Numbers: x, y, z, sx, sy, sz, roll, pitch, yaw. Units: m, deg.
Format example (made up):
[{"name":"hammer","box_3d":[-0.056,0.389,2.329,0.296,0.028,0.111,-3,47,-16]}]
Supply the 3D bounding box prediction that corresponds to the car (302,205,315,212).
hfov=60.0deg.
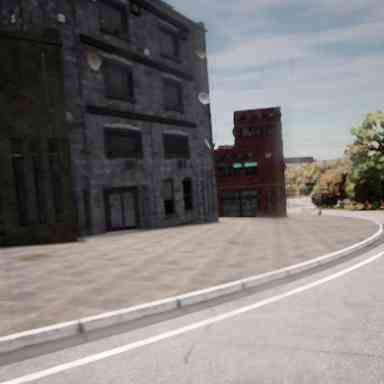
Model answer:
[{"name":"car","box_3d":[24.165,3.345,69.279,1.812,1.442,4.674,-4,-3,3]}]
